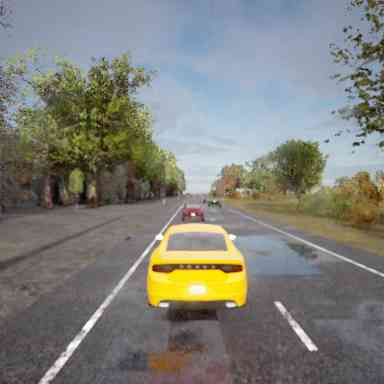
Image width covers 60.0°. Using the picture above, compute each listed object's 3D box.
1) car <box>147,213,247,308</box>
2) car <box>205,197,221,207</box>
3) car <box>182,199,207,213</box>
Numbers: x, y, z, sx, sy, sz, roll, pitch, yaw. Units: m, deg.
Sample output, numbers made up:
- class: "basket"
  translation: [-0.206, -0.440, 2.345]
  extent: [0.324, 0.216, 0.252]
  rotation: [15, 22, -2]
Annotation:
- class: "car"
  translation: [0.095, 1.509, 8.090]
  extent: [1.882, 1.535, 5.008]
  rotation: [0, 0, 0]
- class: "car"
  translation: [3.579, 1.561, 54.697]
  extent: [2.097, 1.767, 4.553]
  rotation: [0, 0, 0]
- class: "car"
  translation: [0.090, 1.634, 28.610]
  extent: [1.812, 1.442, 4.674]
  rotation: [0, 0, 0]
